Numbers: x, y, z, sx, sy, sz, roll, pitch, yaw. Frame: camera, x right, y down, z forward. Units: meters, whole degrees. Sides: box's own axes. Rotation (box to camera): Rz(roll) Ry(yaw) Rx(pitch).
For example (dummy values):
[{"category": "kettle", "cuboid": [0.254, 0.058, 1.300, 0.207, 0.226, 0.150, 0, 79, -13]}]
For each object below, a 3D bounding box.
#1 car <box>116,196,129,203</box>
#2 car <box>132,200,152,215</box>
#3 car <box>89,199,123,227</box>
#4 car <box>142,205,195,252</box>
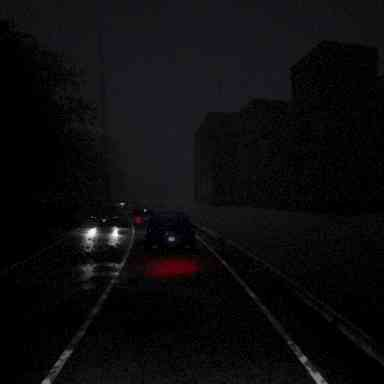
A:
[{"category": "car", "cuboid": [-13.393, 1.415, 63.871, 2.033, 1.411, 5.357, 0, 0, 1]}, {"category": "car", "cuboid": [-5.157, 1.564, 34.821, 1.812, 1.442, 4.674, 1, 0, -14]}, {"category": "car", "cuboid": [-5.944, 1.514, 23.078, 1.837, 1.490, 4.892, 1, 0, -11]}, {"category": "car", "cuboid": [-1.032, 1.527, 14.298, 1.882, 1.535, 5.008, 1, 0, -7]}]
